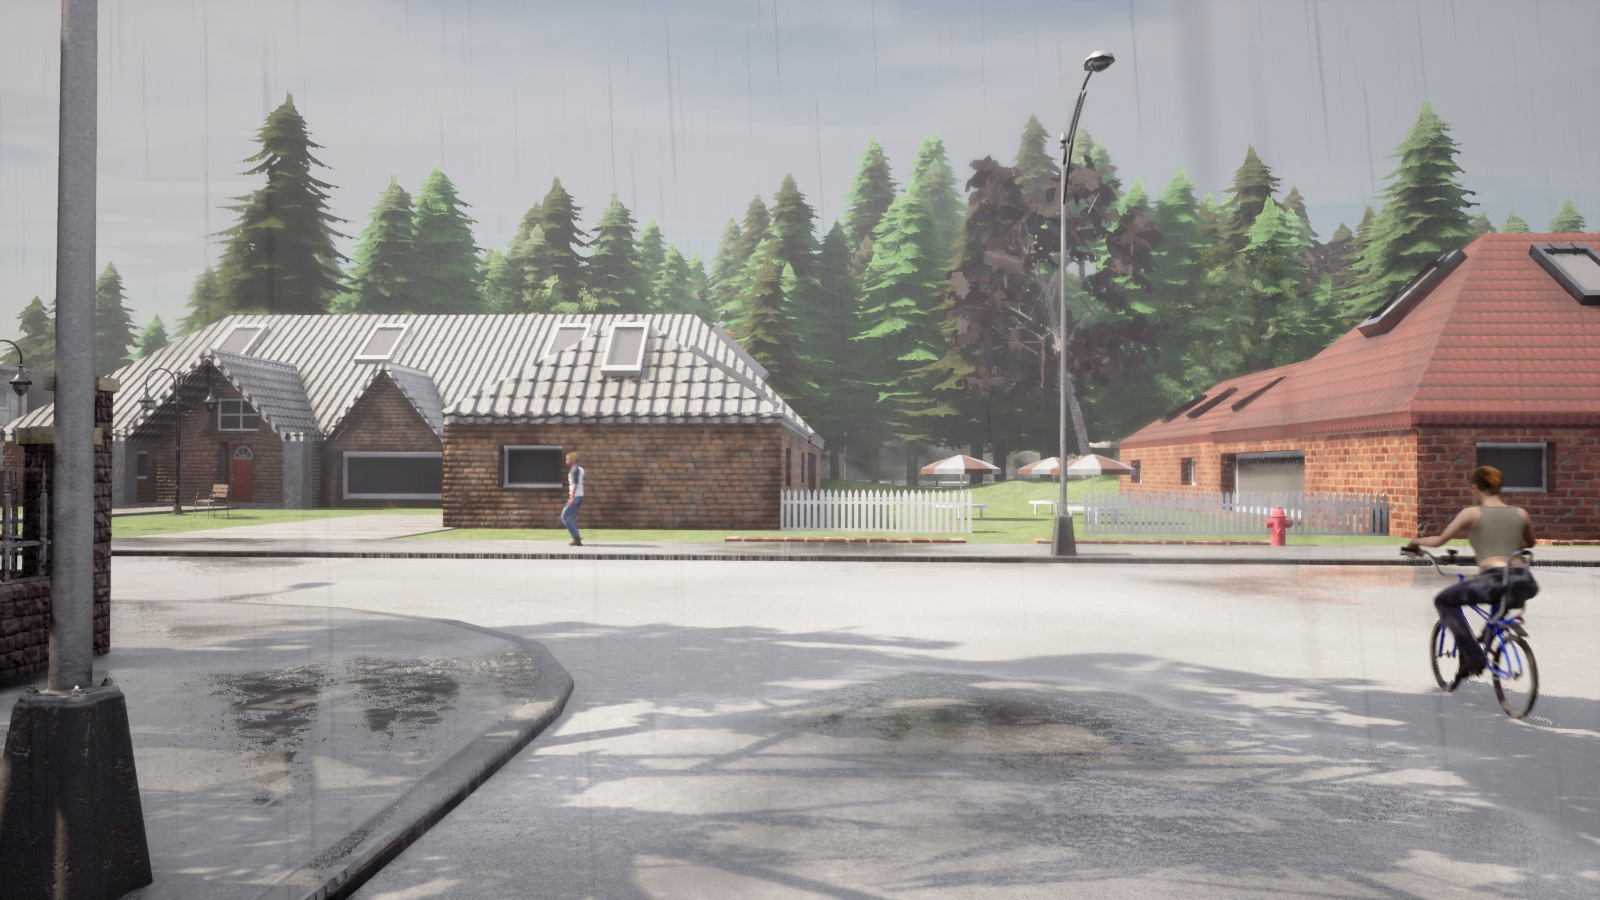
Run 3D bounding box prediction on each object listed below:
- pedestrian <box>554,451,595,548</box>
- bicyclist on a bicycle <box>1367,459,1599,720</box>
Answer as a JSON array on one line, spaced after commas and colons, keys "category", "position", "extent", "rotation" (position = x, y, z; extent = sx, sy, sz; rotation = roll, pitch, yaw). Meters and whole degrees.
[{"category": "pedestrian", "position": [-4.304, 0.941, 23.999], "extent": [0.706, 1.836, 0.354], "rotation": [0, -1, 2]}, {"category": "bicyclist on a bicycle", "position": [4.594, 0.876, 8.554], "extent": [0.866, 1.612, 1.509], "rotation": [0, -1, 4]}]
